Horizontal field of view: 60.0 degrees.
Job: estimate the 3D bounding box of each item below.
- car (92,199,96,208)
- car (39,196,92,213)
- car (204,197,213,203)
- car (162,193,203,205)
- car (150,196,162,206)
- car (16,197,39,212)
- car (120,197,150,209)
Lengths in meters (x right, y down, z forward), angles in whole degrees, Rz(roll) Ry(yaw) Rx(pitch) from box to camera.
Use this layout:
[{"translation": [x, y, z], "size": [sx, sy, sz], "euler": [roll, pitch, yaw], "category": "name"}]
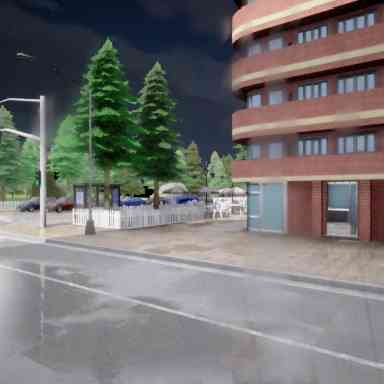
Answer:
[{"translation": [-12.095, 1.508, 44.222], "size": [1.994, 1.385, 4.181], "euler": [0, 0, 35], "category": "car"}, {"translation": [-13.645, 1.296, 36.113], "size": [2.097, 1.767, 4.553], "euler": [0, 0, 36], "category": "car"}, {"translation": [1.703, 1.508, 58.842], "size": [4.181, 1.385, 1.994], "euler": [0, 0, -34], "category": "car"}, {"translation": [-1.415, 1.166, 51.748], "size": [5.566, 2.045, 2.150], "euler": [0, 0, -44], "category": "car"}, {"translation": [-5.682, 1.449, 52.208], "size": [1.837, 1.490, 4.892], "euler": [0, 0, 42], "category": "car"}, {"translation": [-17.130, 1.296, 37.251], "size": [2.097, 1.767, 4.553], "euler": [0, 0, 35], "category": "car"}, {"translation": [-8.237, 1.422, 43.557], "size": [1.882, 1.535, 5.008], "euler": [0, 0, 37], "category": "car"}]
